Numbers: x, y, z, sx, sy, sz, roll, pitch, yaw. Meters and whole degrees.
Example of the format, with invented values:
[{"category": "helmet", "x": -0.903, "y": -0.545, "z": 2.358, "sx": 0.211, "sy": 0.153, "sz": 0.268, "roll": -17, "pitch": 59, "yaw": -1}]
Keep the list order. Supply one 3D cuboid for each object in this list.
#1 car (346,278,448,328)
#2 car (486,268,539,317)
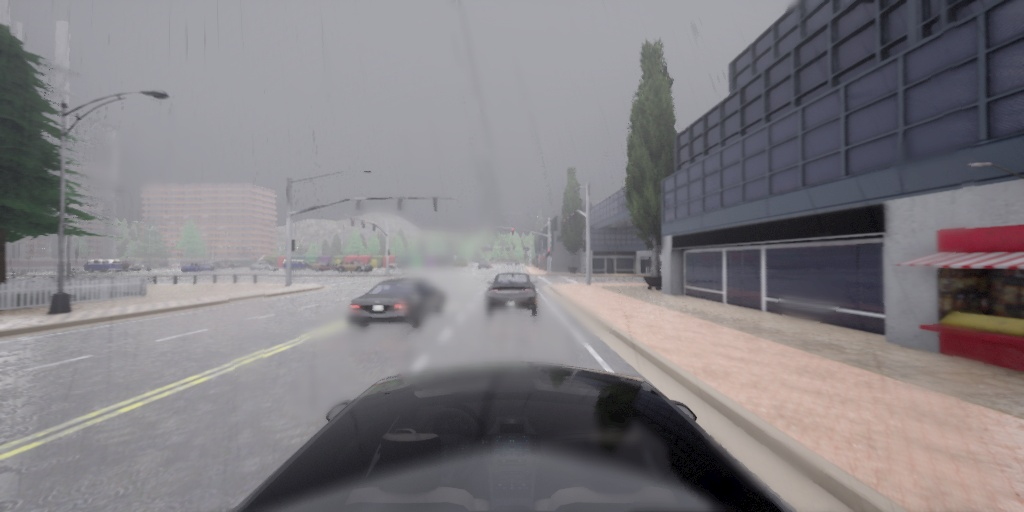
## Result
[{"category": "car", "x": -3.485, "y": 1.435, "z": 11.875, "sx": 2.033, "sy": 1.411, "sz": 5.357, "roll": 0, "pitch": -1, "yaw": 0}, {"category": "car", "x": 0.035, "y": 1.408, "z": 14.035, "sx": 2.128, "sy": 1.511, "sz": 4.902, "roll": 0, "pitch": -1, "yaw": 1}]
